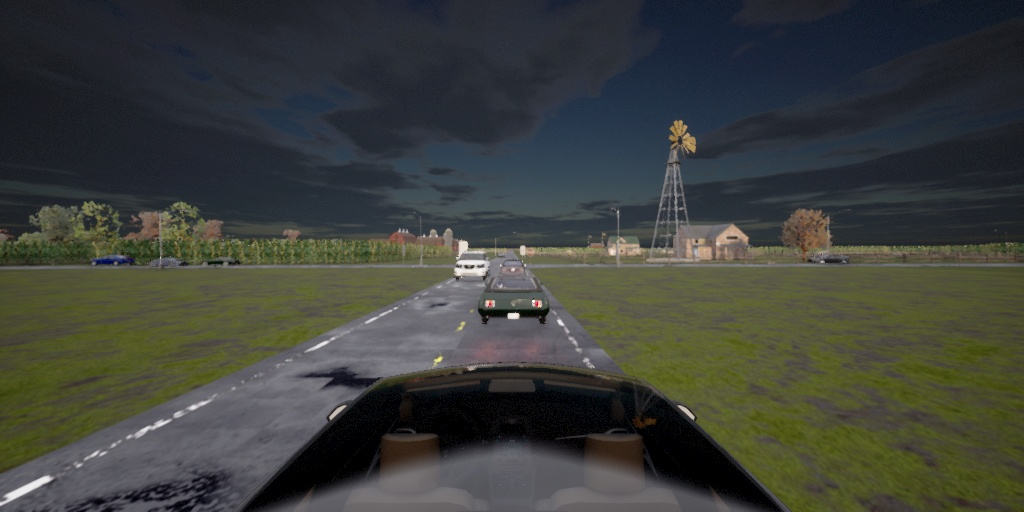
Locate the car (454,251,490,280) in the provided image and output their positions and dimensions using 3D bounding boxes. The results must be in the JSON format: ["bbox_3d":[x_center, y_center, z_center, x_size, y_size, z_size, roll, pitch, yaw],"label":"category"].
[{"bbox_3d":[-2.838,0.646,26.653,2.150,2.045,5.566,0,1,0],"label":"car"}]

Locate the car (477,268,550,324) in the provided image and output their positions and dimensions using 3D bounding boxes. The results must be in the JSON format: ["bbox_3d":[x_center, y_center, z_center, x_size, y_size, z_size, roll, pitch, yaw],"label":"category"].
[{"bbox_3d":[0.059,1.226,11.425,1.895,1.301,4.718,0,1,0],"label":"car"}]

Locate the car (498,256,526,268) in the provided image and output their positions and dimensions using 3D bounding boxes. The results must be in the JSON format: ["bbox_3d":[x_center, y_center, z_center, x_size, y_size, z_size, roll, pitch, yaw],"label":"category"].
[{"bbox_3d":[0.063,0.968,27.022,2.033,1.411,5.357,0,1,0],"label":"car"}]
